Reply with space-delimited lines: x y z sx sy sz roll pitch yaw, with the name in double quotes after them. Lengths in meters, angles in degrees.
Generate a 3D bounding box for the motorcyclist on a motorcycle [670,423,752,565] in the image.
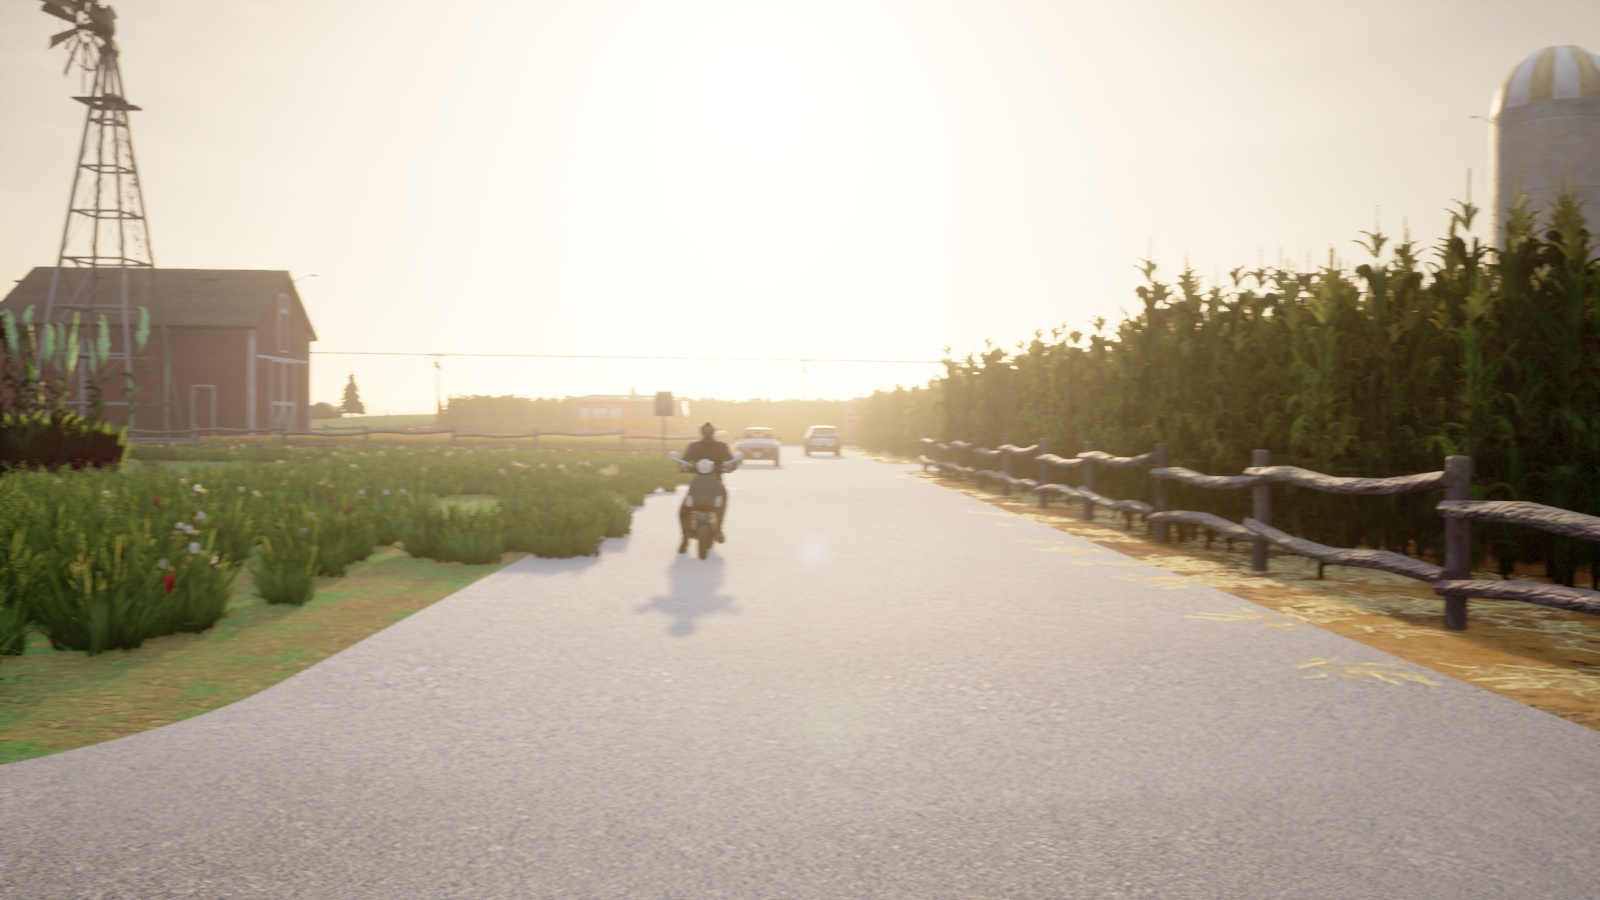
-1.037 0.478 15.075 0.866 1.590 1.817 -1 1 -1 "motorcyclist on a motorcycle"

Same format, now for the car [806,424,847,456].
1.374 -0.545 67.123 2.033 1.649 4.856 -1 1 -1 "car"

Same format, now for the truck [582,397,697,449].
-12.304 -2.058 96.823 8.468 3.827 2.891 -1 1 -1 "truck"

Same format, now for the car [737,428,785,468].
-1.488 -0.097 49.185 1.816 1.474 4.193 -1 1 -1 "car"

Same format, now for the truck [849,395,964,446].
8.236 -2.270 97.023 8.468 3.827 2.891 -1 1 -21 "truck"
